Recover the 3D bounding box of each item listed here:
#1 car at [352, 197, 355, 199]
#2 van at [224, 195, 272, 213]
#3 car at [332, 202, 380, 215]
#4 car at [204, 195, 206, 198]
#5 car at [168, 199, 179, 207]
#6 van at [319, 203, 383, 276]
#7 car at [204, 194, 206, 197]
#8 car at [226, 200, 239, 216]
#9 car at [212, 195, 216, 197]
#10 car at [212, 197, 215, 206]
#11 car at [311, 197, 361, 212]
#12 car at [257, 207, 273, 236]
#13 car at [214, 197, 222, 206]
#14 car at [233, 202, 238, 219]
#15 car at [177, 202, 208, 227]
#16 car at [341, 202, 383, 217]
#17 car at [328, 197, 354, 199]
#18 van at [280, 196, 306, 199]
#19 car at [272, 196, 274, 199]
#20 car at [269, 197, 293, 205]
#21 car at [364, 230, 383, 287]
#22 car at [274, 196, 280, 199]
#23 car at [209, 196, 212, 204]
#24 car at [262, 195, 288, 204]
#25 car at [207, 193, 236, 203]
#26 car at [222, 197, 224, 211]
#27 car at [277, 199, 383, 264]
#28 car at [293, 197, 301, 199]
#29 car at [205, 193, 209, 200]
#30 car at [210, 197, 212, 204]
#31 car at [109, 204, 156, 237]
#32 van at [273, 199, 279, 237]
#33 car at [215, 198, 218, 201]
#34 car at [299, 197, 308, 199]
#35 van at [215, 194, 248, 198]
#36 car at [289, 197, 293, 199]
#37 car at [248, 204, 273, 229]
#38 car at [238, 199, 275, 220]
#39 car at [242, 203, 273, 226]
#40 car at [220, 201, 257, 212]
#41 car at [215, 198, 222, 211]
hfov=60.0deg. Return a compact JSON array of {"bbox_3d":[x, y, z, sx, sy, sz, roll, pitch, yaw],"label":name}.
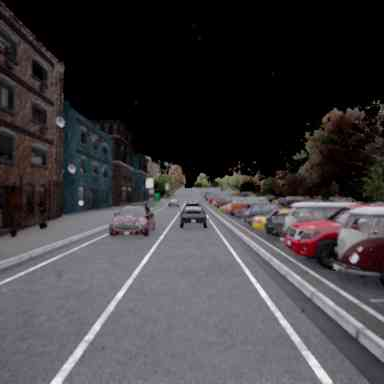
[{"bbox_3d":[19.233,1.703,33.619,4.553,1.767,2.185,0,0,0],"label":"car"},{"bbox_3d":[6.078,1.627,36.489,4.442,1.987,1.878,0,0,0],"label":"van"},{"bbox_3d":[19.287,1.912,39.186,4.674,1.452,2.002,0,0,0],"label":"car"},{"bbox_3d":[6.406,2.040,89.330,4.792,1.488,2.163,0,1,0],"label":"car"},{"bbox_3d":[-3.344,2.027,60.458,1.812,1.442,4.674,0,0,0],"label":"car"},{"bbox_3d":[5.983,1.387,8.719,4.442,1.987,1.878,0,-1,0],"label":"van"},{"bbox_3d":[6.357,1.995,92.117,4.792,1.488,2.163,0,1,0],"label":"car"},{"bbox_3d":[6.156,1.859,33.640,4.792,1.488,2.163,0,0,0],"label":"car"},{"bbox_3d":[6.240,1.887,58.817,4.553,1.767,2.185,0,0,0],"label":"car"},{"bbox_3d":[6.268,1.995,55.908,4.892,1.521,2.231,0,0,0],"label":"car"},{"bbox_3d":[19.275,1.663,44.757,5.566,2.045,2.435,0,0,0],"label":"car"},{"bbox_3d":[6.121,1.689,16.941,4.892,1.521,2.231,0,-1,0],"label":"car"},{"bbox_3d":[6.248,1.955,50.341,5.008,1.535,2.097,0,0,0],"label":"car"},{"bbox_3d":[6.169,1.824,28.074,4.674,1.452,2.002,0,0,0],"label":"car"},{"bbox_3d":[0.099,1.737,24.622,1.837,1.490,4.892,0,-1,0],"label":"car"},{"bbox_3d":[19.269,1.851,36.402,5.008,1.535,2.097,0,0,0],"label":"car"},{"bbox_3d":[19.262,1.768,41.972,4.553,1.767,2.185,0,0,0],"label":"car"},{"bbox_3d":[19.244,1.804,61.467,4.442,1.987,1.878,0,0,0],"label":"van"},{"bbox_3d":[19.565,2.063,67.035,5.366,1.575,1.946,0,0,0],"label":"car"},{"bbox_3d":[19.431,1.973,72.729,4.553,1.767,2.185,0,0,0],"label":"car"},{"bbox_3d":[6.083,1.588,5.809,4.892,1.521,2.231,0,-1,0],"label":"car"},{"bbox_3d":[19.342,1.797,64.252,5.566,2.045,2.435,0,0,0],"label":"car"},{"bbox_3d":[6.285,2.049,64.257,5.008,1.535,2.097,0,0,0],"label":"car"},{"bbox_3d":[19.447,1.850,78.310,5.566,2.045,2.435,0,0,0],"label":"car"},{"bbox_3d":[6.328,1.816,67.042,5.566,2.045,2.435,0,0,0],"label":"car"},{"bbox_3d":[6.173,1.747,39.209,4.553,1.767,2.185,0,0,0],"label":"car"},{"bbox_3d":[6.080,1.386,11.377,5.566,2.045,2.435,0,-1,0],"label":"car"},{"bbox_3d":[19.337,1.973,53.111,5.008,1.535,2.097,0,0,0],"label":"car"},{"bbox_3d":[6.398,1.922,86.541,4.553,1.767,2.185,0,1,0],"label":"car"},{"bbox_3d":[6.466,2.027,61.473,5.366,1.575,1.946,0,0,0],"label":"car"},{"bbox_3d":[-3.351,1.539,19.315,2.097,1.767,4.553,0,-1,0],"label":"car"},{"bbox_3d":[6.001,1.437,14.160,4.442,1.987,1.878,0,-1,0],"label":"van"},{"bbox_3d":[6.228,1.935,47.558,5.008,1.535,2.097,0,0,0],"label":"car"},{"bbox_3d":[19.329,1.955,50.326,4.892,1.521,2.231,0,0,0],"label":"car"},{"bbox_3d":[6.369,1.748,53.125,4.442,1.987,1.878,0,0,0],"label":"van"},{"bbox_3d":[19.344,2.033,55.896,4.674,1.452,2.002,0,0,0],"label":"car"},{"bbox_3d":[6.323,1.709,19.724,5.366,1.575,1.946,0,-1,0],"label":"car"},{"bbox_3d":[6.125,1.635,25.293,4.553,1.767,2.185,0,-1,0],"label":"car"},{"bbox_3d":[6.153,1.738,22.507,4.892,1.521,2.231,0,0,0],"label":"car"},{"bbox_3d":[6.226,1.955,44.773,4.674,1.452,2.002,0,0,0],"label":"car"},{"bbox_3d":[6.028,1.891,41.991,5.366,1.575,1.946,0,0,0],"label":"car"}]
